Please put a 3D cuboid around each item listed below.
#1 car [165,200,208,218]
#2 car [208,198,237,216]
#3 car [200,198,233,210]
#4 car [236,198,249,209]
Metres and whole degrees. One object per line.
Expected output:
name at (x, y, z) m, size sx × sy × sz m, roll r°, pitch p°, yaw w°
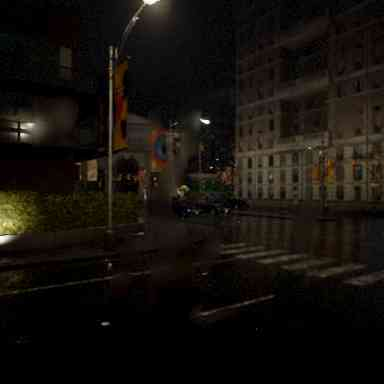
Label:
car at (-0.882, 1.629, 31.915) m, size 1.812 × 1.442 × 4.674 m, roll 0°, pitch 0°, yaw -35°
car at (1.909, 1.615, 34.030) m, size 2.128 × 1.511 × 4.902 m, roll 0°, pitch 0°, yaw -35°
car at (3.299, 1.649, 46.275) m, size 1.882 × 1.535 × 5.008 m, roll 0°, pitch 0°, yaw -35°
car at (6.116, 1.696, 48.347) m, size 1.837 × 1.490 × 4.892 m, roll 0°, pitch 0°, yaw -35°
